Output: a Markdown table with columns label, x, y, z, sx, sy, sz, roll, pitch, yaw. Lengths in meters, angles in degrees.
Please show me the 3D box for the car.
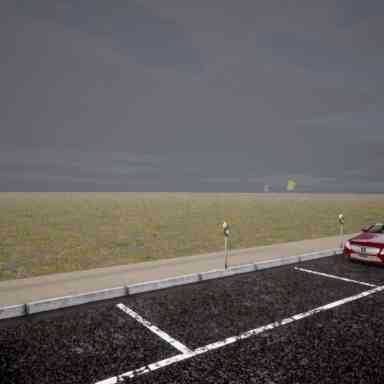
| label | x | y | z | sx | sy | sz | roll | pitch | yaw |
| --- | --- | --- | --- | --- | --- | --- | --- | --- | --- |
| car | 6.637 | 1.584 | 10.792 | 4.206 | 1.307 | 1.802 | 0 | 1 | -35 |
